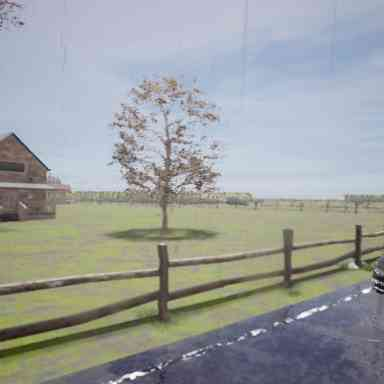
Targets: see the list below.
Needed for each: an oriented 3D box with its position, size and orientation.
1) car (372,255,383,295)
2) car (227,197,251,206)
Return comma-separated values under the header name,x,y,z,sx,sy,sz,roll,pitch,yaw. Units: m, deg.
name,x,y,z,sx,sy,sz,roll,pitch,yaw
car,6.094,1.643,8.012,4.892,1.490,1.837,1,0,-40
car,10.448,2.150,75.181,5.566,2.045,2.150,0,-2,39
